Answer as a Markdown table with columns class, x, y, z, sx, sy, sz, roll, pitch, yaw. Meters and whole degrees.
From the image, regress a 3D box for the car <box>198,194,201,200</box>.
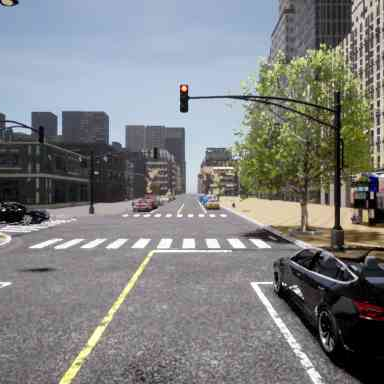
| class | x | y | z | sx | sy | sz | roll | pitch | yaw |
| --- | --- | --- | --- | --- | --- | --- | --- | --- | --- |
| car | 2.731 | 1.572 | 71.574 | 1.947 | 1.339 | 4.313 | 0 | 0 | 0 |

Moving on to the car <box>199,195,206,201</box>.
| class | x | y | z | sx | sy | sz | roll | pitch | yaw |
| --- | --- | --- | --- | --- | --- | --- | --- | --- | --- |
| car | 2.740 | 1.534 | 88.397 | 1.752 | 1.417 | 4.829 | 0 | 0 | 0 |

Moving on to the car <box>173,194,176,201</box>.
| class | x | y | z | sx | sy | sz | roll | pitch | yaw |
| --- | --- | --- | --- | --- | --- | --- | --- | --- | --- |
| car | -5.644 | 1.559 | 82.678 | 2.008 | 1.369 | 4.403 | 0 | 0 | 0 |

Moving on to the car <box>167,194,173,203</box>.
| class | x | y | z | sx | sy | sz | roll | pitch | yaw |
| --- | --- | --- | --- | --- | --- | --- | --- | --- | --- |
| car | -5.649 | 1.532 | 71.406 | 1.752 | 1.417 | 4.829 | 0 | 0 | 0 |

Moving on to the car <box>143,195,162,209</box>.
| class | x | y | z | sx | sy | sz | roll | pitch | yaw |
| --- | --- | --- | --- | --- | --- | --- | --- | --- | --- |
| car | -5.662 | 1.318 | 43.820 | 2.192 | 1.841 | 5.009 | 0 | 0 | 0 |

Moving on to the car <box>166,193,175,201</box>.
| class | x | y | z | sx | sy | sz | roll | pitch | yaw |
| --- | --- | --- | --- | --- | --- | --- | --- | --- | --- |
| car | -5.640 | 1.324 | 88.229 | 2.192 | 1.841 | 5.009 | 0 | 0 | 0 |

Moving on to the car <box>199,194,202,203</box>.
| class | x | y | z | sx | sy | sz | roll | pitch | yaw |
| --- | --- | --- | --- | --- | --- | --- | --- | --- | --- |
| car | 2.725 | 1.556 | 60.472 | 2.008 | 1.369 | 4.403 | 0 | 0 | 0 |

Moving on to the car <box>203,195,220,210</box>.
| class | x | y | z | sx | sy | sz | roll | pitch | yaw |
| --- | --- | --- | --- | --- | --- | --- | --- | --- | --- |
| car | 2.717 | 1.528 | 43.988 | 1.752 | 1.417 | 4.829 | 0 | 0 | 0 |

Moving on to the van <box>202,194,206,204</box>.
| class | x | y | z | sx | sy | sz | roll | pitch | yaw |
| --- | --- | --- | --- | --- | --- | --- | --- | --- | --- |
| van | 2.721 | 1.345 | 49.370 | 1.690 | 1.788 | 3.998 | 0 | 0 | 0 |

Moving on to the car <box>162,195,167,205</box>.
| class | x | y | z | sx | sy | sz | roll | pitch | yaw |
| --- | --- | --- | --- | --- | --- | --- | --- | --- | --- |
| car | -5.658 | 1.555 | 54.923 | 2.008 | 1.369 | 4.403 | 0 | 0 | 0 |

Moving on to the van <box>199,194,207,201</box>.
| class | x | y | z | sx | sy | sz | roll | pitch | yaw |
| --- | --- | --- | --- | --- | --- | --- | --- | --- | --- |
| van | 2.738 | 1.349 | 82.676 | 1.690 | 1.788 | 3.998 | 0 | 0 | 0 |

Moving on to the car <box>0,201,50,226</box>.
| class | x | y | z | sx | sy | sz | roll | pitch | yaw |
| --- | --- | --- | --- | --- | --- | --- | --- | --- | --- |
| car | -11.949 | 1.377 | 21.830 | 4.892 | 1.490 | 1.837 | 1 | 0 | -4 |

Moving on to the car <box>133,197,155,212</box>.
| class | x | y | z | sx | sy | sz | roll | pitch | yaw |
| --- | --- | --- | --- | --- | --- | --- | --- | --- | --- |
| car | -5.666 | 1.584 | 38.269 | 1.802 | 1.307 | 4.206 | 0 | 0 | 0 |

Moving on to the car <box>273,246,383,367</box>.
| class | x | y | z | sx | sy | sz | roll | pitch | yaw |
| --- | --- | --- | --- | --- | --- | --- | --- | --- | --- |
| car | 2.698 | 1.566 | 5.789 | 1.947 | 1.339 | 4.313 | 0 | 0 | 0 |
